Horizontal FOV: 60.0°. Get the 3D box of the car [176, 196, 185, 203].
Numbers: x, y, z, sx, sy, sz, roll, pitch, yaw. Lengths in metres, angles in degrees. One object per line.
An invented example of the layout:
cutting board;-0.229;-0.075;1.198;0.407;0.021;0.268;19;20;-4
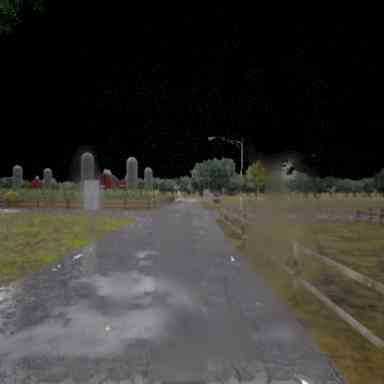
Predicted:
car;-2.729;1.792;79.627;2.097;1.767;4.553;0;0;0
